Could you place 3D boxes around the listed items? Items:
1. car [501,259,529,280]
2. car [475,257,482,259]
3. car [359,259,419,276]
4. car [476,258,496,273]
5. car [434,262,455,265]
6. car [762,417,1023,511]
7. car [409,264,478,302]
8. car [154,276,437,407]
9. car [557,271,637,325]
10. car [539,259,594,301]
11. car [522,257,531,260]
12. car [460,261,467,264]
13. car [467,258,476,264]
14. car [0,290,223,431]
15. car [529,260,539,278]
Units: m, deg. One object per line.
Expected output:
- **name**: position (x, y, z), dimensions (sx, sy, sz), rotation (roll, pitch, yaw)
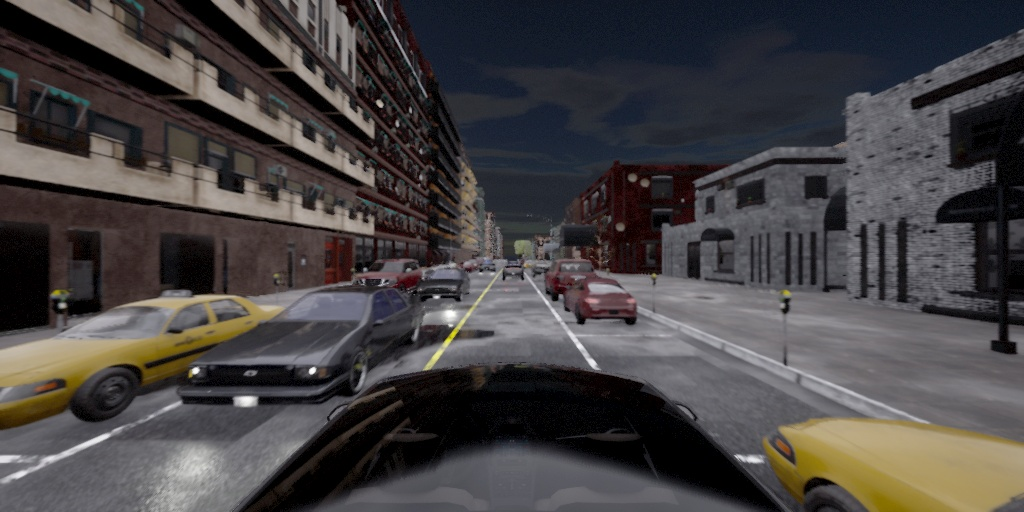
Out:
- **car**: position (0.107, 1.254, 31.733), dimensions (2.128, 1.511, 4.902), rotation (0, 0, 0)
- **car**: position (-5.682, 1.220, 50.318), dimensions (1.967, 1.591, 4.097), rotation (0, 0, 0)
- **car**: position (-5.687, 1.067, 17.084), dimensions (2.192, 1.841, 5.009), rotation (0, 0, 0)
- **car**: position (-2.997, 1.340, 44.861), dimensions (1.994, 1.385, 4.181), rotation (0, 0, 0)
- **car**: position (-5.686, 1.309, 28.162), dimensions (2.007, 1.370, 4.403), rotation (0, 0, 0)
- **car**: position (2.691, 1.276, 0.636), dimensions (1.751, 1.417, 4.829), rotation (0, 0, 0)
- **car**: position (-3.071, 1.300, 17.319), dimensions (2.033, 1.411, 5.357), rotation (0, 0, 0)
- **car**: position (-3.081, 1.298, 6.813), dimensions (2.033, 1.411, 5.357), rotation (0, 0, 0)
- **car**: position (2.693, 1.333, 11.544), dimensions (1.802, 1.307, 4.207), rotation (0, 0, 0)
- **car**: position (2.694, 1.068, 17.083), dimensions (2.192, 1.841, 5.009), rotation (0, 0, 0)
- **car**: position (2.700, 1.314, 56.027), dimensions (1.751, 1.417, 4.829), rotation (0, 0, 0)
- **car**: position (-5.685, 1.288, 33.531), dimensions (1.751, 1.417, 4.829), rotation (0, 0, 0)
- **car**: position (-5.683, 1.319, 44.780), dimensions (1.888, 1.381, 4.507), rotation (0, 0, 0)
- **car**: position (-5.689, 1.275, 5.835), dimensions (1.751, 1.417, 4.829), rotation (0, 0, 0)
- **car**: position (2.696, 1.314, 33.700), dimensions (2.007, 1.370, 4.403), rotation (0, 0, 0)
